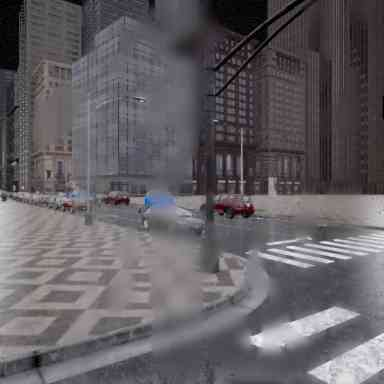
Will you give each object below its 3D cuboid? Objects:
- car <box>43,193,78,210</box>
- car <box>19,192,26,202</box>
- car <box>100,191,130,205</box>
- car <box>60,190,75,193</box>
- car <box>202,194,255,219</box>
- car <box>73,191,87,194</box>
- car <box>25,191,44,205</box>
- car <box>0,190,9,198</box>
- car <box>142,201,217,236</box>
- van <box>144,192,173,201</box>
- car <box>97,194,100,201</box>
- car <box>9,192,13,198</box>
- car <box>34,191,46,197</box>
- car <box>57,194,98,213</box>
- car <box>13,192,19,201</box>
[{"bbox_3d":[-13.715,1.074,34.754,2.008,1.369,4.403,1,0,-36],"label":"car"},{"bbox_3d":[-23.229,0.874,48.086,2.008,1.369,4.403,1,0,-36],"label":"car"},{"bbox_3d":[-9.939,0.766,44.144,2.192,1.841,5.009,1,0,-36],"label":"car"},{"bbox_3d":[-21.881,0.778,56.432,1.812,1.442,4.674,0,1,-35],"label":"car"},{"bbox_3d":[2.748,1.050,26.367,2.192,1.841,5.009,1,0,-36],"label":"car"},{"bbox_3d":[-16.159,0.967,48.414,1.895,1.301,4.718,0,1,-36],"label":"car"},{"bbox_3d":[-20.058,0.939,43.642,2.008,1.369,4.403,1,0,-36],"label":"car"},{"bbox_3d":[-39.085,0.610,70.303,1.947,1.339,4.313,1,0,-36],"label":"car"},{"bbox_3d":[-1.031,1.367,16.981,2.008,1.369,4.403,1,0,-36],"label":"car"},{"bbox_3d":[-3.596,0.931,35.255,1.690,1.788,3.998,1,0,-36],"label":"van"},{"bbox_3d":[-13.114,0.934,48.589,2.008,1.369,4.403,1,0,-36],"label":"car"},{"bbox_3d":[-29.572,0.747,56.973,1.887,1.381,4.507,1,0,-36],"label":"car"},{"bbox_3d":[-38.487,0.495,84.139,1.887,1.381,4.507,0,0,-36],"label":"car"},{"bbox_3d":[-10.544,1.139,30.311,1.887,1.381,4.507,1,0,-36],"label":"car"},{"bbox_3d":[-26.399,0.702,52.529,1.967,1.590,4.097,1,0,-36],"label":"car"}]
